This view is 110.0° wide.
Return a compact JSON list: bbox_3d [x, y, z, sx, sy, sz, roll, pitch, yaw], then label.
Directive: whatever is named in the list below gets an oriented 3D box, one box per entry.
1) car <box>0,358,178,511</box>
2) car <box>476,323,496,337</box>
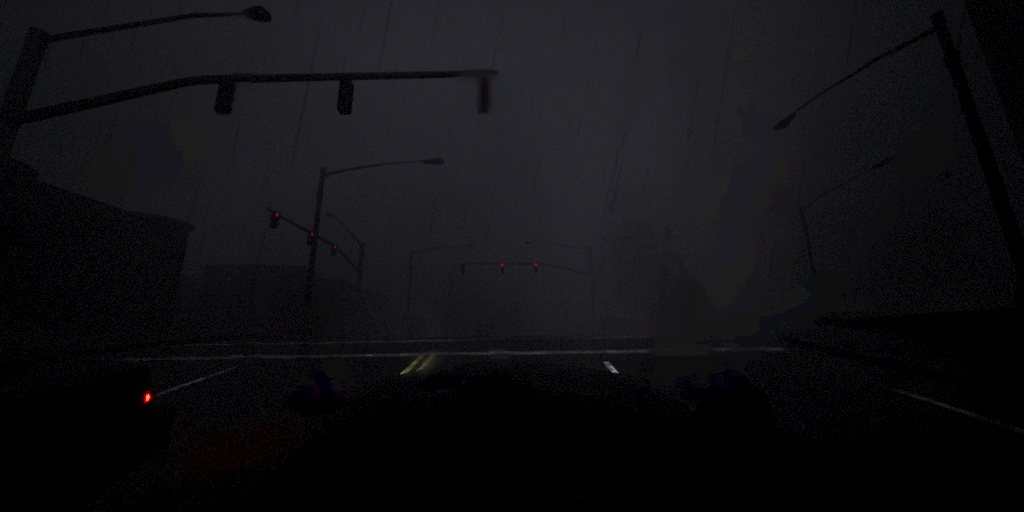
[{"bbox_3d":[-3.498,1.208,0.301,2.033,1.411,5.357,0,3,0],"label":"car"},{"bbox_3d":[-3.120,9.366,44.439,2.150,2.045,5.566,-1,-12,0],"label":"car"}]
